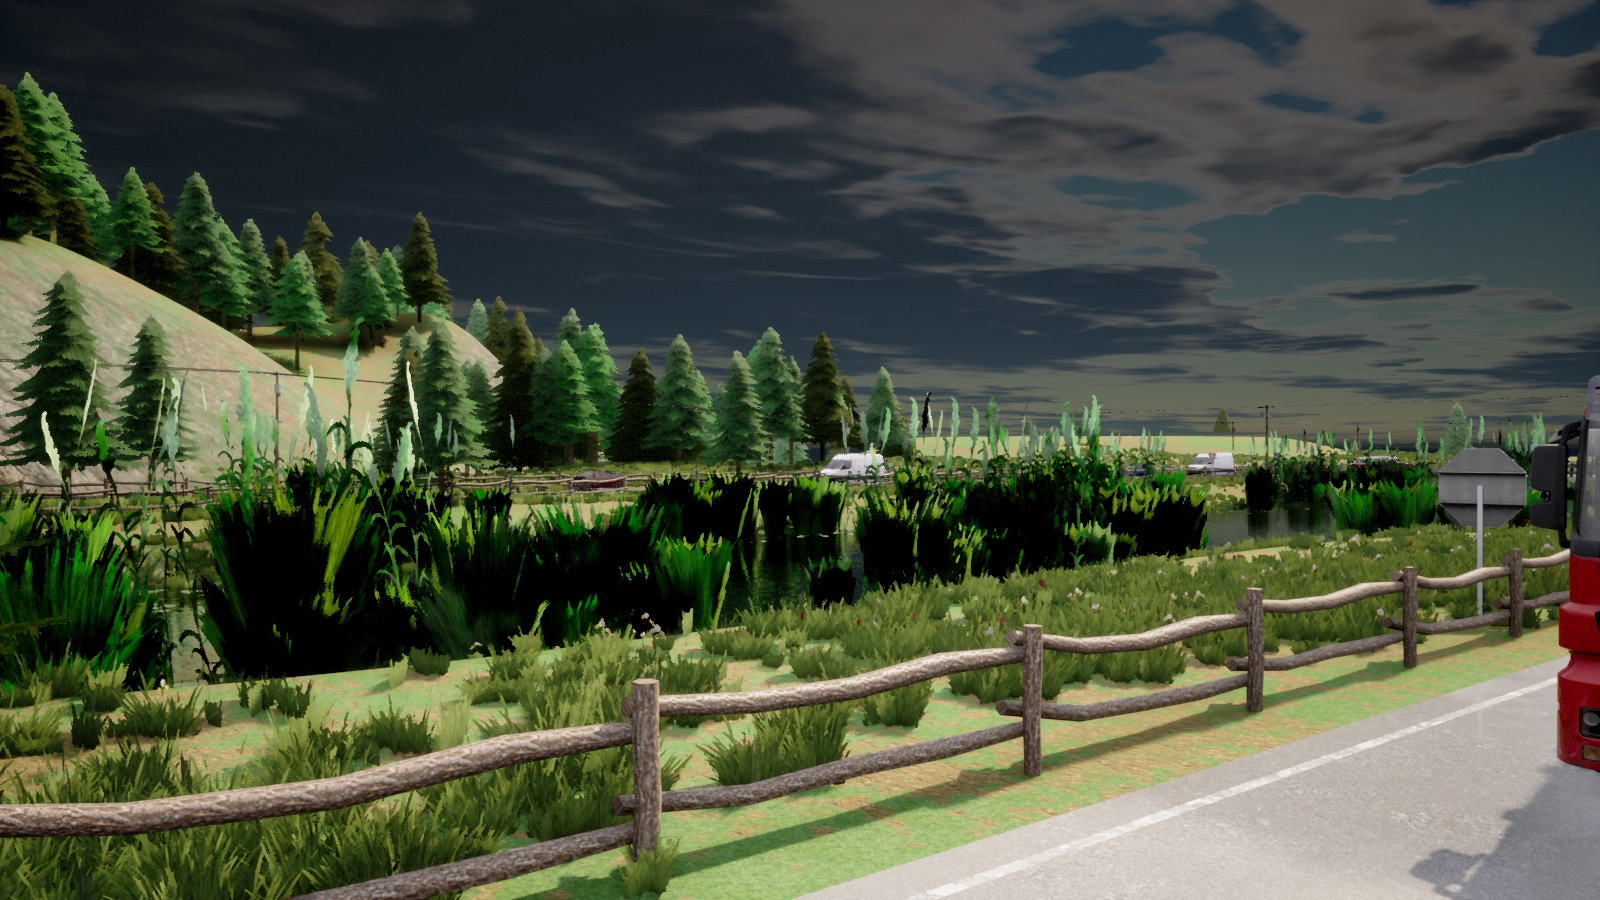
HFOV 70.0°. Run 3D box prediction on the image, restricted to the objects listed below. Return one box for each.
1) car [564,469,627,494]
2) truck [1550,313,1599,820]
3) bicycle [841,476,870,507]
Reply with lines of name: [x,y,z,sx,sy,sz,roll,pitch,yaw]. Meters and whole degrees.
car: [-13.442,2.026,75.109,3.705,1.549,1.789,0,0,-43]
truck: [9.718,0.862,11.008,2.891,3.827,8.468,0,1,42]
bicycle: [2.739,2.030,56.076,1.643,1.496,0.373,0,0,-43]
